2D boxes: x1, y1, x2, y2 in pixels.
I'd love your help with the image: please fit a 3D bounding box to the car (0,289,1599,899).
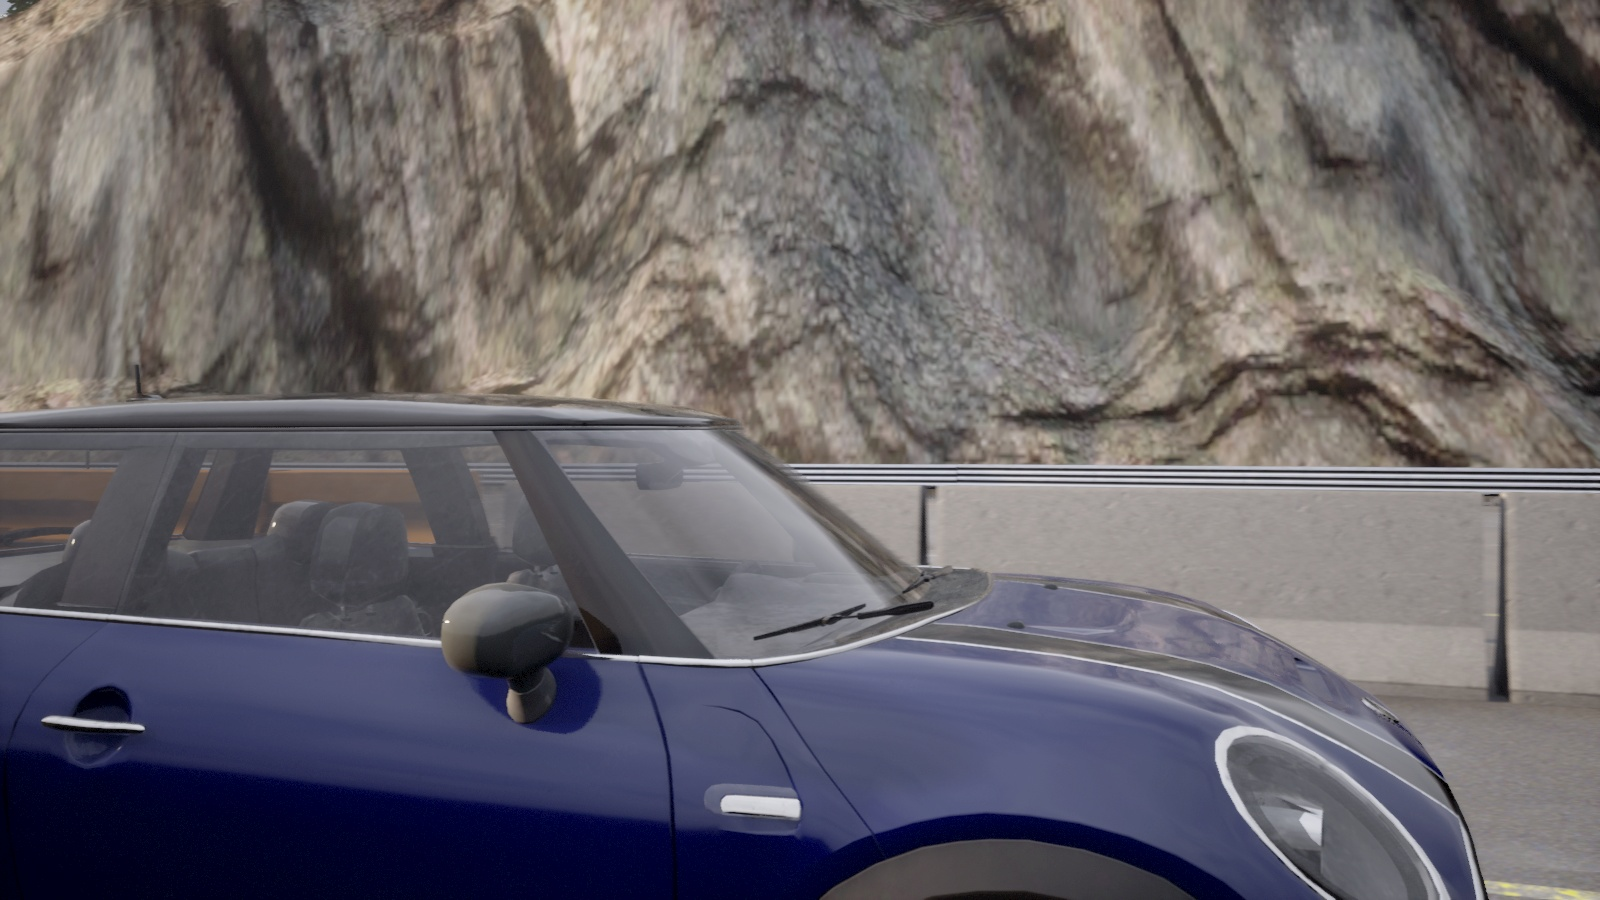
[{"bbox_3d":[-0.637,0.627,3.405,4.553,1.767,2.097,1,1,18],"label":"car"}]
